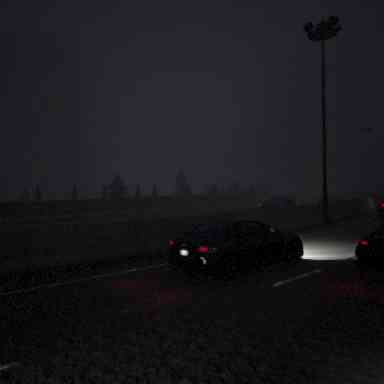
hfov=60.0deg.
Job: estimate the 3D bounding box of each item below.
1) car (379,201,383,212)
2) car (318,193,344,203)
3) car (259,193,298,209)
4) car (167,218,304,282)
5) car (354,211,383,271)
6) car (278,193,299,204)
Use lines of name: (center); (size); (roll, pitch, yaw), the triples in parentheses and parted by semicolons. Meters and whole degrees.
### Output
car: (14.051, 0.859, 22.159); (2.097, 1.767, 4.553); (-1, 1, 40)
car: (14.485, 0.856, 34.579); (2.128, 1.511, 4.902); (-1, 1, 34)
car: (8.356, 1.052, 31.964); (2.033, 1.411, 5.357); (-1, 1, 38)
car: (1.353, 1.439, 9.533); (4.181, 1.385, 1.994); (-2, 1, -39)
car: (6.156, 1.356, 9.068); (4.181, 1.385, 1.994); (-2, 1, -41)
car: (13.490, 0.819, 46.426); (1.994, 1.385, 4.181); (-1, 1, 27)
